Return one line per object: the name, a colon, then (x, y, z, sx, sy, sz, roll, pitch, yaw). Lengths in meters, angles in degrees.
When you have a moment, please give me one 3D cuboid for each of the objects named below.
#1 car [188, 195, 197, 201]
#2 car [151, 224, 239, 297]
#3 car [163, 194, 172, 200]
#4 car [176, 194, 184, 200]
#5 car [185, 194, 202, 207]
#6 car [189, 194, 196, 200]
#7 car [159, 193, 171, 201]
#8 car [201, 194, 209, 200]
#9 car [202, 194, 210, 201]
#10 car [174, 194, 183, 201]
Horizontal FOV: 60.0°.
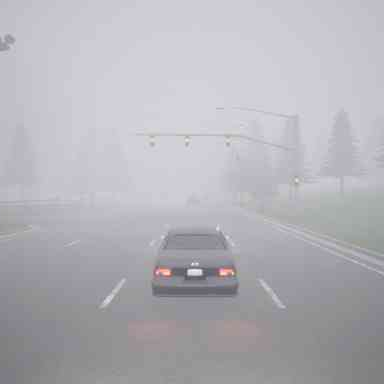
car: (0.087, 1.531, 83.408, 2.033, 1.411, 5.357, 0, 0, 0)
car: (0.075, 1.547, 8.726, 2.033, 1.411, 5.357, 0, 0, 0)
car: (-6.902, 1.385, 93.836, 1.994, 1.385, 4.181, 0, 0, 0)
car: (-3.402, 1.358, 93.832, 2.128, 1.511, 4.902, 0, 0, 0)
car: (0.053, 1.352, 52.765, 2.097, 1.767, 4.553, 0, 0, 0)
car: (0.098, 1.310, 93.828, 1.882, 1.535, 5.008, 0, 0, 0)
car: (-6.913, 1.217, 83.446, 2.150, 2.045, 5.566, 0, 0, 0)
car: (3.598, 1.310, 93.825, 1.882, 1.535, 5.008, 0, 0, 0)
car: (3.587, 1.492, 83.405, 1.837, 1.490, 4.892, 0, 0, 0)
car: (-3.413, 1.517, 83.829, 1.812, 1.442, 4.674, 0, 0, 0)
